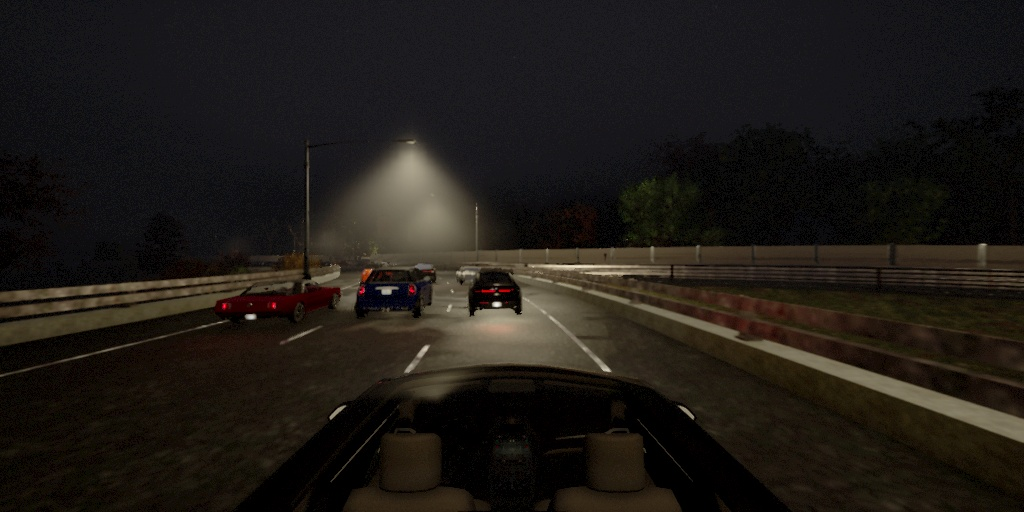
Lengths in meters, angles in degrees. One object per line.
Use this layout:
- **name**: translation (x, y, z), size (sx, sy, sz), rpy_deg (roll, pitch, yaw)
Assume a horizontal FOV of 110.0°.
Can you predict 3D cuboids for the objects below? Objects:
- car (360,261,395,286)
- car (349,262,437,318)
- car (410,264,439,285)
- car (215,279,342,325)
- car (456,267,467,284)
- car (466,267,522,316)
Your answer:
- **car**: translation (-10.574, 1.292, 28.454), size (2.097, 1.767, 4.553), rpy_deg (0, 0, -14)
- **car**: translation (-4.253, 1.184, 13.621), size (2.097, 1.767, 4.553), rpy_deg (0, 0, -6)
- **car**: translation (-7.190, 1.419, 29.371), size (2.128, 1.511, 4.902), rpy_deg (0, 0, -15)
- **car**: translation (-7.599, 1.446, 12.350), size (1.895, 1.301, 4.718), rpy_deg (0, 0, -6)
- **car**: translation (-3.380, 1.503, 28.629), size (1.895, 1.301, 4.718), rpy_deg (0, 0, -13)
- **car**: translation (-0.750, 1.319, 13.888), size (1.837, 1.490, 4.892), rpy_deg (0, 0, -6)
